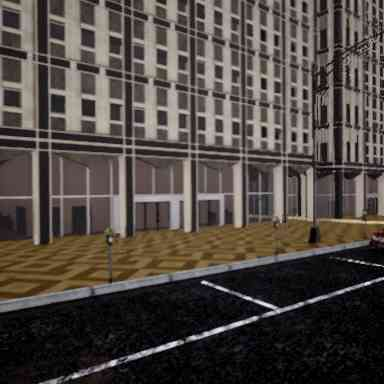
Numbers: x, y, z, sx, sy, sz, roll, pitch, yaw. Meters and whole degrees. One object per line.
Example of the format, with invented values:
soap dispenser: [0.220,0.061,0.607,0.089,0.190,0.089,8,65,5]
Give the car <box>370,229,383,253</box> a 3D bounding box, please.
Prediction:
car: [8.418,1.581,12.569,4.206,1.307,1.802,0,-1,-35]
